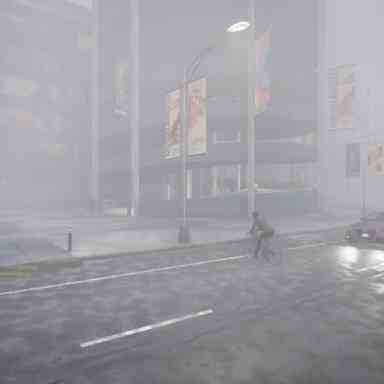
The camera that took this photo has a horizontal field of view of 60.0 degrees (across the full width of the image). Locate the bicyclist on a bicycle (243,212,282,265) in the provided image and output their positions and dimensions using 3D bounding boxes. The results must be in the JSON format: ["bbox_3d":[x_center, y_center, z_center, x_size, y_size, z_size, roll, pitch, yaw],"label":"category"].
[{"bbox_3d":[2.181,1.455,10.590,0.582,1.620,1.656,0,-2,-36],"label":"bicyclist on a bicycle"}]

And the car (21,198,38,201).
[{"bbox_3d":[-25.528,1.463,52.433,1.895,1.301,4.718,0,0,-36],"label":"car"}]

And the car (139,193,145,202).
[{"bbox_3d":[-11.022,1.029,63.943,2.435,2.045,5.566,0,0,-36],"label":"car"}]

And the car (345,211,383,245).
[{"bbox_3d":[8.553,1.564,14.633,4.181,1.385,1.994,0,0,-38],"label":"car"}]
